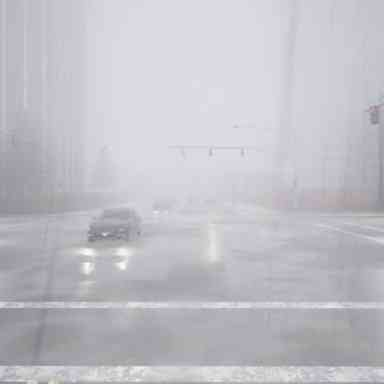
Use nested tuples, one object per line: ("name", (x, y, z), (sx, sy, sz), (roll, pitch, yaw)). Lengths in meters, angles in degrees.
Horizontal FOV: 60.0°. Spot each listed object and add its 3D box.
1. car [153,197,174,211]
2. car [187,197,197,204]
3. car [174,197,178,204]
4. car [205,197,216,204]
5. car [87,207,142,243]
("car", (-3.580, 1.564, 40.787), (1.994, 1.385, 4.181), (0, 0, 0))
("car", (0.030, 1.564, 64.985), (1.994, 1.385, 4.181), (0, 0, 0))
("car", (-3.505, 1.548, 61.517), (2.033, 1.411, 5.357), (0, 0, 1))
("car", (3.530, 1.601, 65.014), (1.895, 1.301, 4.718), (0, 0, 0))
("car", (-3.592, 1.505, 16.118), (1.837, 1.490, 4.892), (0, 0, 0))
